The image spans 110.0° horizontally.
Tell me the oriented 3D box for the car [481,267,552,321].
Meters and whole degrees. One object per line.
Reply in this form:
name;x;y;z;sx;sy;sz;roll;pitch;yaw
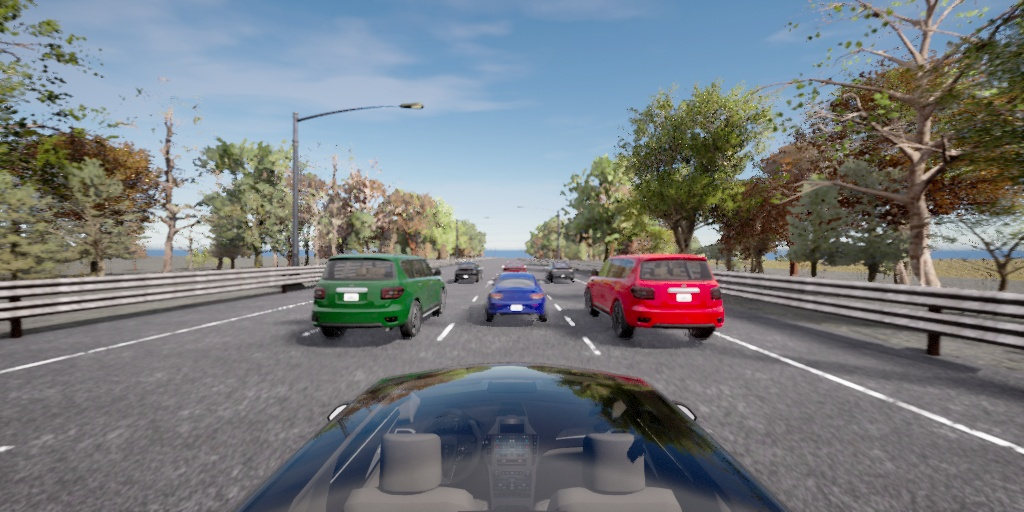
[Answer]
car;0.138;1.269;12.237;1.812;1.442;4.674;0;0;0

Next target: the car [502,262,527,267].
car;0.186;1.210;29.732;1.882;1.535;5.008;0;0;0

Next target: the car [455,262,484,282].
car;-3.326;1.235;28.229;1.837;1.490;4.892;0;0;0

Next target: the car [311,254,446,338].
car;-3.380;0.961;10.243;2.150;2.045;5.566;0;0;0

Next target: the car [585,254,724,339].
car;3.621;0.969;10.209;2.150;2.045;5.566;0;0;0

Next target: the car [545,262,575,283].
car;3.673;1.229;28.112;2.128;1.511;4.902;0;0;0
